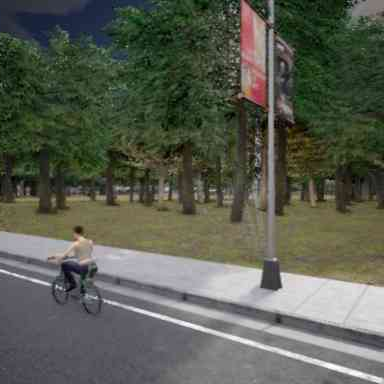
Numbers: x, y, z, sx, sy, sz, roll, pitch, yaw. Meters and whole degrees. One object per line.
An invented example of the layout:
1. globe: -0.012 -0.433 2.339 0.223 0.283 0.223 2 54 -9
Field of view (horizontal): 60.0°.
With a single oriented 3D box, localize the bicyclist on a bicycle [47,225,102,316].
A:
1. bicyclist on a bicycle: -2.192 1.425 6.248 1.509 1.612 0.866 0 0 35
